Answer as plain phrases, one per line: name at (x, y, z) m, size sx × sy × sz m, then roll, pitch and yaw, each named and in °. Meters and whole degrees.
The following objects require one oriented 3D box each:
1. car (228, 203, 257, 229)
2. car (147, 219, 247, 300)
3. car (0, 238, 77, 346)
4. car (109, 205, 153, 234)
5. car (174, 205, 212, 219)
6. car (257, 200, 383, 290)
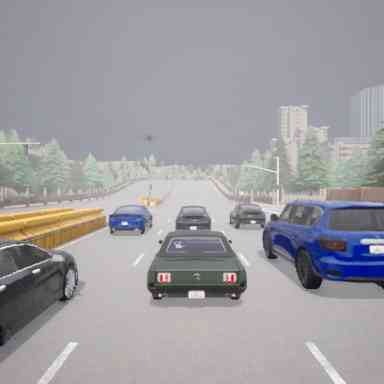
car at (3.558, 1.505, 21.764) m, size 1.837 × 1.490 × 4.892 m, roll 0°, pitch 0°, yaw 0°
car at (0.085, 1.601, 8.348) m, size 1.895 × 1.301 × 4.718 m, roll 0°, pitch 0°, yaw 0°
car at (-3.409, 1.506, 5.372) m, size 1.837 × 1.490 × 4.892 m, roll 0°, pitch 0°, yaw 0°
car at (-3.439, 1.478, 19.420) m, size 1.882 × 1.535 × 5.008 m, roll 0°, pitch 0°, yaw 0°
car at (0.065, 1.505, 18.585) m, size 1.837 × 1.490 × 4.892 m, roll 0°, pitch 0°, yaw 0°
car at (3.584, 1.222, 9.241) m, size 2.150 × 2.045 × 5.566 m, roll 0°, pitch 0°, yaw -2°
